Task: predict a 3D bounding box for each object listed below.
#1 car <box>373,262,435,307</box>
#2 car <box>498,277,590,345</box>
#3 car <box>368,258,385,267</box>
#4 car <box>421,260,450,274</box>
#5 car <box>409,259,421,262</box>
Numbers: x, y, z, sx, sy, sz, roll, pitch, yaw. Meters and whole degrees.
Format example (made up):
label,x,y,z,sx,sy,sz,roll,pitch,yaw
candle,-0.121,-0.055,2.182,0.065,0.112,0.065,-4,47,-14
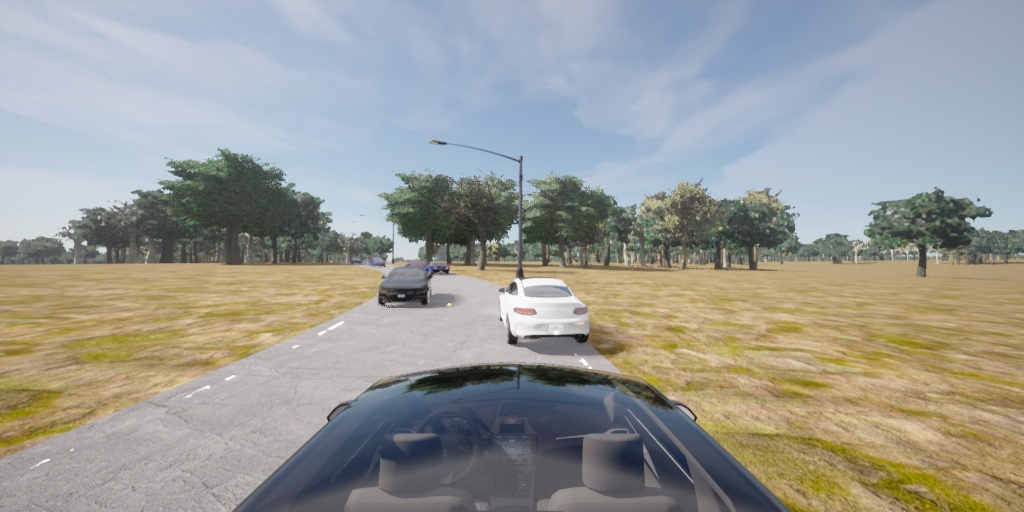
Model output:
label,x,y,z,sx,sy,sz,roll,pitch,yaw
car,-4.527,1.199,15.717,1.882,1.535,5.008,0,0,-10
car,0.665,1.274,9.483,1.812,1.442,4.674,0,0,-5
car,-20.270,0.970,53.897,1.812,1.442,4.674,1,0,-30
car,-7.992,1.234,37.928,1.895,1.301,4.718,1,0,-24
car,-12.233,1.124,46.434,1.994,1.385,4.181,1,0,-30
